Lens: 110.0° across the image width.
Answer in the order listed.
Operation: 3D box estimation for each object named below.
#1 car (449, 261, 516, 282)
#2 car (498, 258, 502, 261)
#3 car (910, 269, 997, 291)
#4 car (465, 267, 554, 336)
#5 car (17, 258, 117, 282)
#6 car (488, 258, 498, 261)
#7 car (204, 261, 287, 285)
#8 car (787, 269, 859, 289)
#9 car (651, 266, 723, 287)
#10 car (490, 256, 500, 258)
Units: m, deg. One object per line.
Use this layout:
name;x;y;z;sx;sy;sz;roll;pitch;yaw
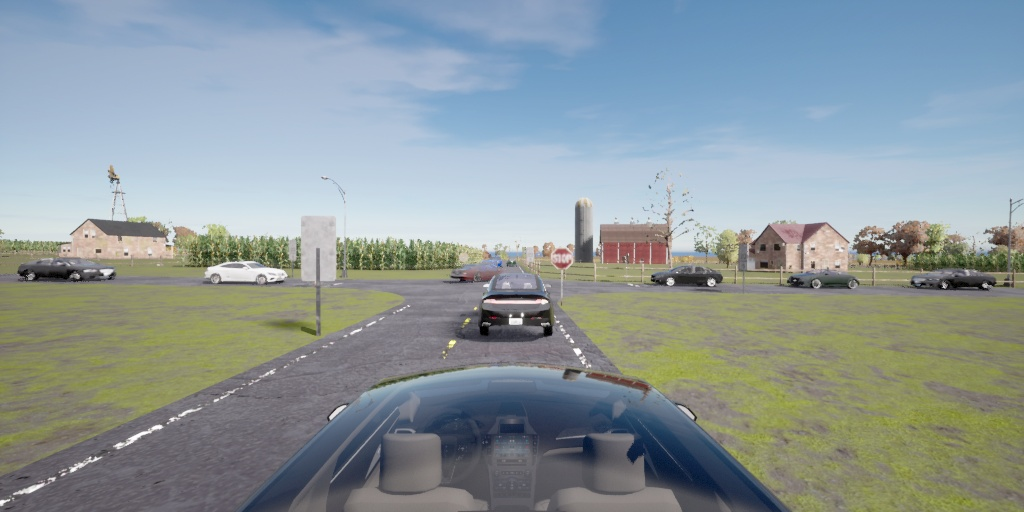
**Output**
car;-2.387;1.297;28.152;2.033;1.411;5.357;0;0;41
car;-2.826;1.330;49.824;2.033;1.411;5.357;0;0;0
car;32.231;1.699;26.287;4.902;1.511;2.128;1;1;0
car;0.142;1.242;10.388;2.128;1.511;4.902;0;0;1
car;-28.567;0.862;23.137;4.902;1.511;2.128;1;1;0
car;-2.814;1.248;39.878;1.882;1.535;5.008;0;0;-1
car;-17.136;1.068;23.172;4.674;1.442;1.812;1;1;0
car;22.703;1.642;26.258;4.181;1.385;1.994;1;1;0
car;12.737;1.445;26.273;4.892;1.490;1.837;1;1;1
car;-2.810;1.019;60.315;2.150;2.045;5.566;0;0;0
